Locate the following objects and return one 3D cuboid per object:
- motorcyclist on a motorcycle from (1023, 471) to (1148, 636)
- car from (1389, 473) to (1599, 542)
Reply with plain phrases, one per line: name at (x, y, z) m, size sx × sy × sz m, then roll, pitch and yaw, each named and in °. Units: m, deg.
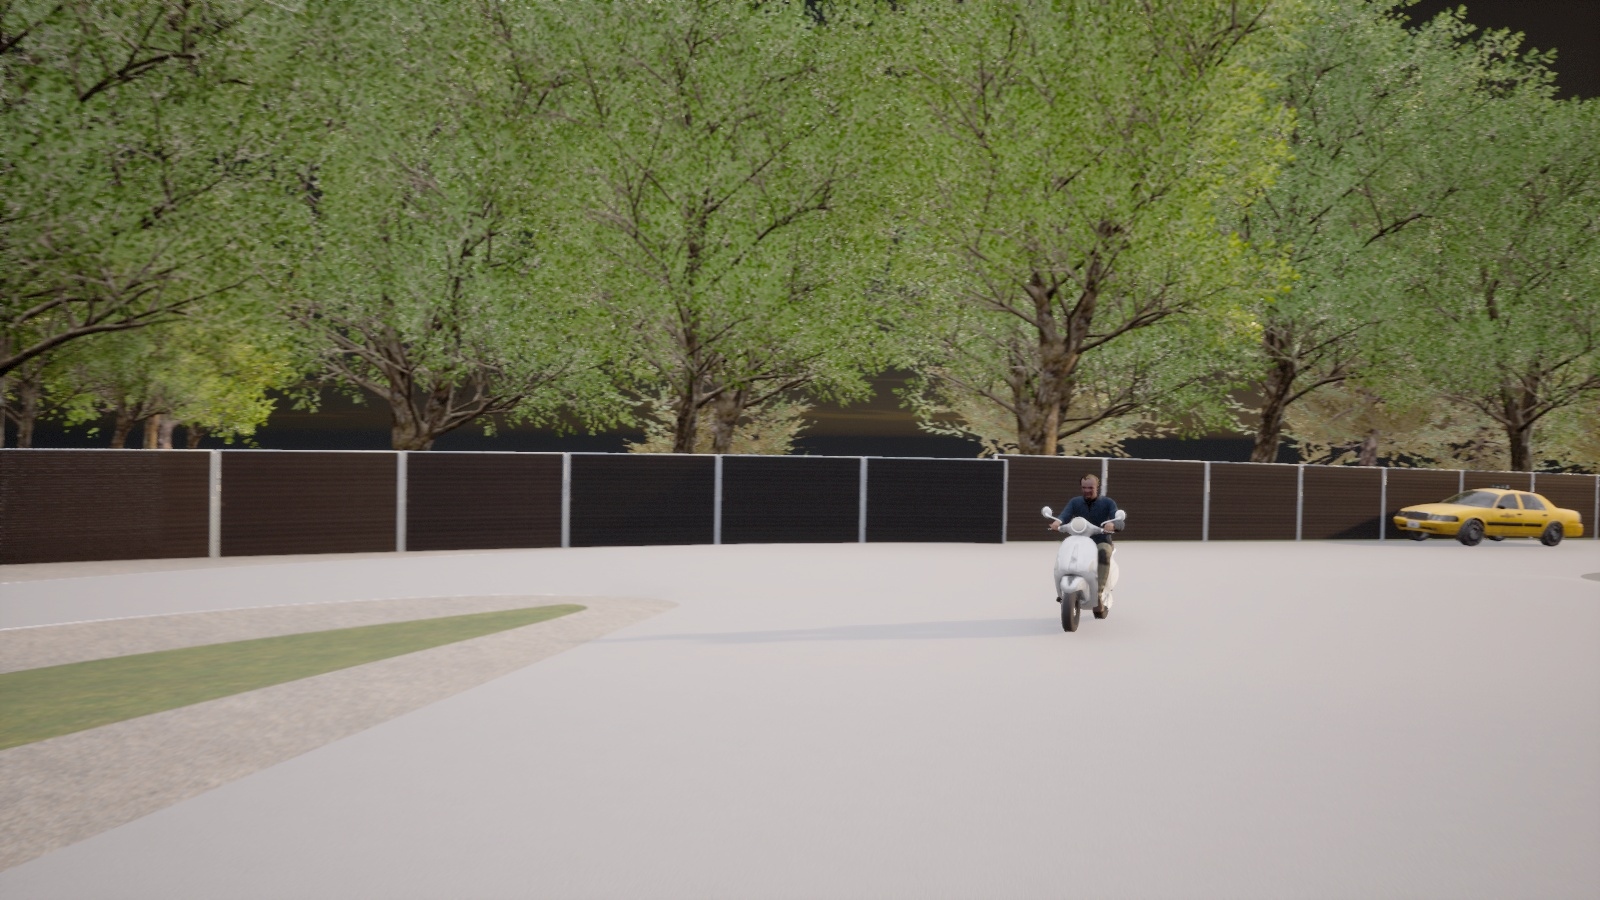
motorcyclist on a motorcycle at (3.031, 1.027, 13.191) m, size 0.866 × 1.590 × 1.817 m, roll 0°, pitch -1°, yaw 26°
car at (18.269, 1.516, 33.037) m, size 5.366 × 1.575 × 1.801 m, roll 2°, pitch 1°, yaw -23°
